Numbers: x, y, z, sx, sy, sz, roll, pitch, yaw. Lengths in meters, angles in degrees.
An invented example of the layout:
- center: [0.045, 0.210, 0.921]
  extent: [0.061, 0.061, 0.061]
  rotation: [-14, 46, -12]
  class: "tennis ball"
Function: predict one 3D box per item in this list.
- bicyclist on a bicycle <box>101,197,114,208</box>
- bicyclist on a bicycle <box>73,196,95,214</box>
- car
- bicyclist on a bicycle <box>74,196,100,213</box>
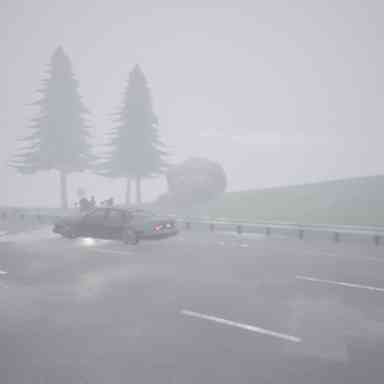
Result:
- center: [-5.263, 1.006, 20.070]
  extent: [0.582, 1.620, 1.656]
  rotation: [33, -15, 16]
  class: "bicyclist on a bicycle"
- center: [-6.486, 0.982, 20.577]
  extent: [0.582, 1.620, 1.656]
  rotation: [6, -40, 34]
  class: "bicyclist on a bicycle"
- center: [-3.193, 1.311, 13.815]
  extent: [5.357, 1.411, 2.033]
  rotation: [1, 1, 24]
  class: "car"
- center: [-5.814, 0.828, 18.490]
  extent: [1.656, 0.582, 1.620]
  rotation: [41, -14, 37]
  class: "bicyclist on a bicycle"
